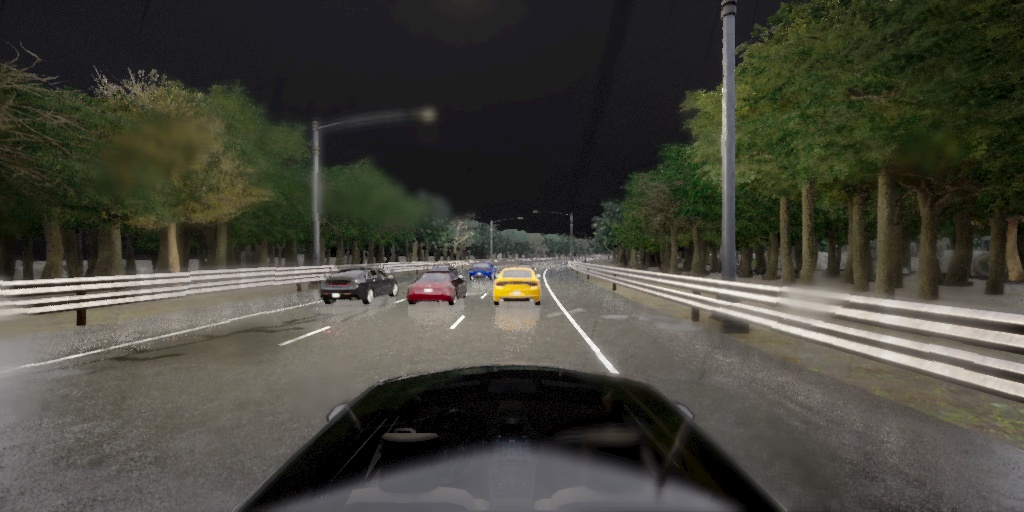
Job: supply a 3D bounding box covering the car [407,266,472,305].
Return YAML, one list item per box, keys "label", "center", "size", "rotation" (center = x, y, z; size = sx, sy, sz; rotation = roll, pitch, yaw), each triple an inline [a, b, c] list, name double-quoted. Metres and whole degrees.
- label: "car"
  center: [-3.234, 1.336, 16.180]
  size: [1.994, 1.385, 4.181]
  rotation: [0, 0, 2]

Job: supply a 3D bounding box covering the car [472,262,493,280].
- label: "car"
  center: [-2.427, 1.268, 30.965]
  size: [1.882, 1.535, 5.008]
  rotation: [0, 0, 4]

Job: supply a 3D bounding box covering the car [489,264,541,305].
- label: "car"
  center: [0.264, 1.249, 16.053]
  size: [1.882, 1.535, 5.008]
  rotation: [0, 0, 2]

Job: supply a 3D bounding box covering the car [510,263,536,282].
- label: "car"
  center: [1.063, 1.348, 30.711]
  size: [2.033, 1.411, 5.357]
  rotation: [0, 0, 4]

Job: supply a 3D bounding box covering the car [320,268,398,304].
- label: "car"
  center: [-6.732, 1.279, 16.307]
  size: [1.837, 1.490, 4.892]
  rotation: [0, 0, 2]

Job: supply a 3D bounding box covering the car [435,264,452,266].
- label: "car"
  center: [-5.918, 1.355, 31.220]
  size: [1.994, 1.385, 4.181]
  rotation: [0, 0, 4]
